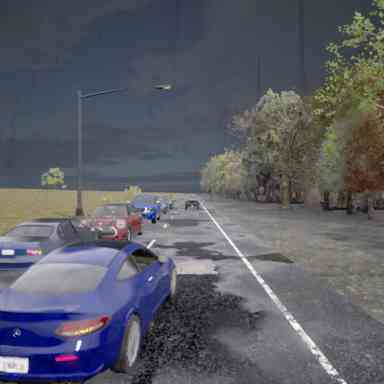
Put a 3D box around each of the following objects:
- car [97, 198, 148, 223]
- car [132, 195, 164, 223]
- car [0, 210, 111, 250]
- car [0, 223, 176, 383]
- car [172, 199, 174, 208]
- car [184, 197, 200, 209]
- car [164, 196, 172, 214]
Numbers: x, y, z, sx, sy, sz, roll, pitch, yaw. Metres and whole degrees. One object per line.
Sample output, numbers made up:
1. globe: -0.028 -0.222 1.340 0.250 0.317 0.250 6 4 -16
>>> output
1. car: -3.666 1.354 15.659 2.097 1.767 4.553 0 0 2
2. car: -3.623 1.223 25.251 2.150 2.045 5.566 0 0 -1
3. car: -4.498 1.549 10.820 2.033 1.411 5.357 0 0 2
4. car: -1.474 1.526 5.565 1.812 1.442 4.674 0 0 7
5. car: -3.627 1.347 45.262 2.097 1.767 4.553 0 0 0
6. car: 0.027 1.501 44.337 1.837 1.490 4.892 0 0 0
7. car: -3.620 1.351 35.256 2.097 1.767 4.553 0 0 0
